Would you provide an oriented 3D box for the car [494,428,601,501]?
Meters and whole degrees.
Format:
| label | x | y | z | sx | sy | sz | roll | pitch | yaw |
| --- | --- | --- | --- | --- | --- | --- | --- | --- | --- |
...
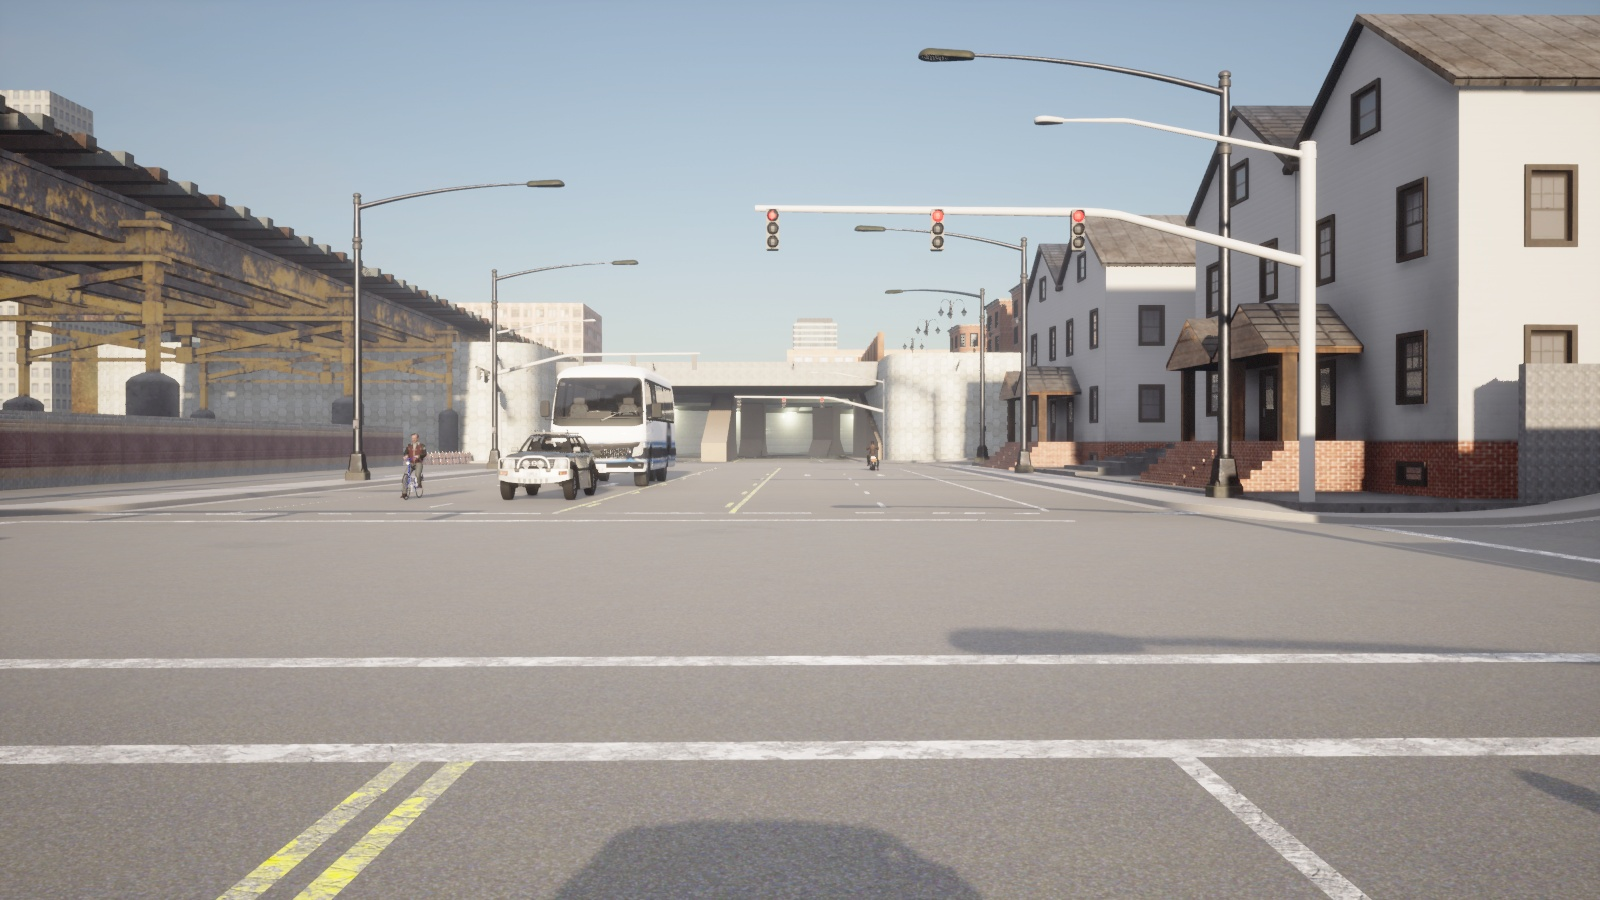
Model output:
| label | x | y | z | sx | sy | sz | roll | pitch | yaw |
| --- | --- | --- | --- | --- | --- | --- | --- | --- | --- |
| car | -6.784 | 0.365 | 34.192 | 1.932 | 1.855 | 4.605 | 0 | 0 | 1 |

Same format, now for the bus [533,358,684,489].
| label | x | y | z | sx | sy | sz | roll | pitch | yaw |
| --- | --- | --- | --- | --- | --- | --- | --- | --- | --- |
| bus | -6.718 | -0.896 | 46.125 | 3.944 | 4.253 | 10.273 | 0 | 0 | 0 |

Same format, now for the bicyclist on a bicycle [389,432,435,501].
| label | x | y | z | sx | sy | sz | roll | pitch | yaw |
| --- | --- | --- | --- | --- | --- | --- | --- | --- | --- |
| bicyclist on a bicycle | -10.293 | 0.420 | 33.368 | 0.659 | 1.776 | 1.843 | 0 | 0 | 0 |
